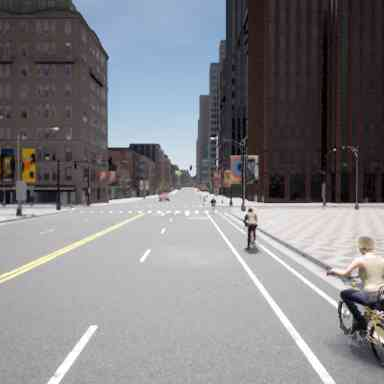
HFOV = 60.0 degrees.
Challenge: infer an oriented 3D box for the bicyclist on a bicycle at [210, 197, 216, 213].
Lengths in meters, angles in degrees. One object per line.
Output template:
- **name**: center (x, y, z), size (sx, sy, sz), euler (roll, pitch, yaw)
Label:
- **bicyclist on a bicycle**: center (2.231, 1.359, 35.055), size (0.659, 1.776, 1.843), euler (0, 0, 0)

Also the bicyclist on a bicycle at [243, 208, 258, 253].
- **bicyclist on a bicycle**: center (2.254, 1.444, 12.687), size (0.582, 1.620, 1.656), euler (0, 0, 0)

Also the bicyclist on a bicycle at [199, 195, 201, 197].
- **bicyclist on a bicycle**: center (2.163, 1.475, 84.726), size (0.582, 1.620, 1.656), euler (0, 0, 0)

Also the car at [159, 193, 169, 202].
- **car**: center (-6.602, 1.246, 78.778), size (2.150, 2.045, 5.566), euler (0, 0, 0)

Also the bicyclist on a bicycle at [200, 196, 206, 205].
- **bicyclist on a bicycle**: center (2.196, 1.460, 58.728), size (0.582, 1.620, 1.656), euler (0, 0, 0)

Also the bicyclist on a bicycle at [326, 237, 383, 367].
- **bicyclist on a bicycle**: center (2.447, 1.433, 4.764), size (0.866, 1.612, 1.509), euler (0, 0, 0)
